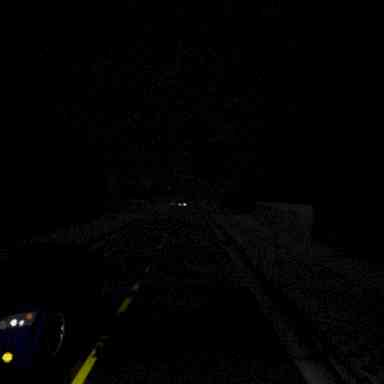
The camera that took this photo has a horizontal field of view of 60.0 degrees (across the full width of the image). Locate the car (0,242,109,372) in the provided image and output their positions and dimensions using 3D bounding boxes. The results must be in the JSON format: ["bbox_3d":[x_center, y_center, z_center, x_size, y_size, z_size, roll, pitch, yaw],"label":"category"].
[{"bbox_3d":[-2.847,1.620,5.835,1.994,1.385,4.181,0,-1,0],"label":"car"}]

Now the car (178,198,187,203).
[{"bbox_3d":[-2.379,2.176,84.562,1.994,1.385,4.181,0,0,3],"label":"car"}]
